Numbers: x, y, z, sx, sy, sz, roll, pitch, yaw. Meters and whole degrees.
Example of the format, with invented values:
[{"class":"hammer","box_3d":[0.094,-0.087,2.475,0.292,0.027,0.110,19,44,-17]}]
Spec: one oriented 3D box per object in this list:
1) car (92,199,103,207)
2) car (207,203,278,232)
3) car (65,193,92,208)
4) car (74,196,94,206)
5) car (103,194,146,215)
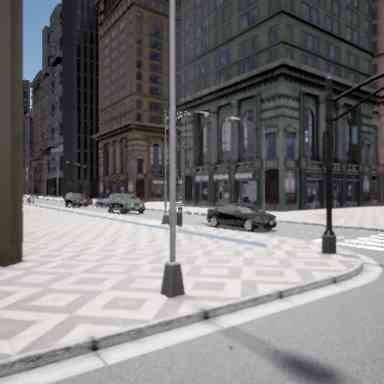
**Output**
[{"class":"car","box_3d":[-12.076,1.550,47.013,1.895,1.301,4.718,0,0,-35]},{"class":"car","box_3d":[2.963,1.475,20.452,1.882,1.535,5.008,0,0,-35]},{"class":"car","box_3d":[-16.900,1.164,48.526,2.150,2.045,5.566,0,0,-35]},{"class":"car","box_3d":[-17.856,1.454,55.042,1.812,1.442,4.674,0,0,-35]},{"class":"car","box_3d":[-6.854,1.205,34.245,2.150,2.045,5.566,0,0,-35]}]
